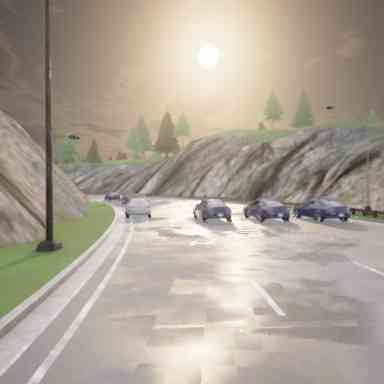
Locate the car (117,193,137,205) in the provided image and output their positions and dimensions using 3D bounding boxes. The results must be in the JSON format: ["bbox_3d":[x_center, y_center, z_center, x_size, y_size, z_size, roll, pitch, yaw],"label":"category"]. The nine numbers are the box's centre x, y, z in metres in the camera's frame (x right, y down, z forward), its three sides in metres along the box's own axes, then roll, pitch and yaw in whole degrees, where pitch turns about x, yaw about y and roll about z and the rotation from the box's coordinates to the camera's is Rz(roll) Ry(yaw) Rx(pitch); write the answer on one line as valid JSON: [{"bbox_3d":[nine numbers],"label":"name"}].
[{"bbox_3d":[-7.647,0.887,41.862,2.128,1.511,4.902,-1,1,-21],"label":"car"}]

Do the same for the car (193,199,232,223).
[{"bbox_3d":[1.317,1.185,22.285,1.812,1.442,4.674,0,1,-10],"label":"car"}]

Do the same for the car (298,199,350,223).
[{"bbox_3d":[8.475,1.166,21.987,1.812,1.442,4.674,0,1,-10],"label":"car"}]

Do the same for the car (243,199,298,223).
[{"bbox_3d":[4.899,1.175,22.133,1.812,1.442,4.674,0,1,-10],"label":"car"}]

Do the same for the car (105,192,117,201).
[{"bbox_3d":[-12.816,0.755,54.032,1.812,1.442,4.674,-1,1,-28],"label":"car"}]

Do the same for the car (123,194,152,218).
[{"bbox_3d":[-4.121,1.157,25.379,1.812,1.442,4.674,0,1,-12],"label":"car"}]
